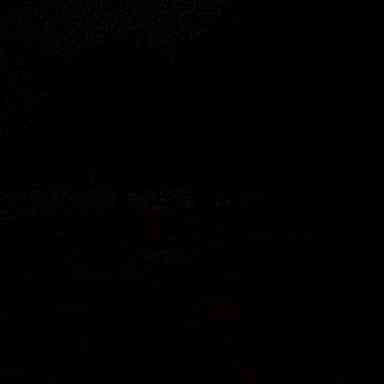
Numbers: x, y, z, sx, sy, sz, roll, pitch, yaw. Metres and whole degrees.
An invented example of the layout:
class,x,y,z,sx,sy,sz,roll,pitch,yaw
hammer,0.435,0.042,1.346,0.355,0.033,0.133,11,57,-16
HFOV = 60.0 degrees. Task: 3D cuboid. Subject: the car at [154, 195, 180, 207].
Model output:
class,x,y,z,sx,sy,sz,roll,pitch,yaw
car,-4.326,1.501,58.545,2.150,2.045,5.566,2,1,32
